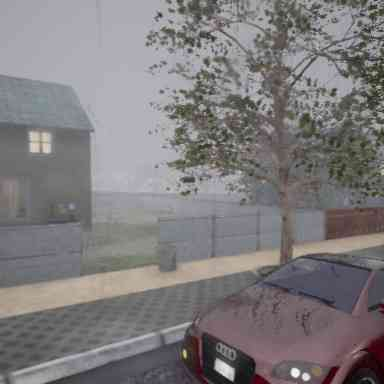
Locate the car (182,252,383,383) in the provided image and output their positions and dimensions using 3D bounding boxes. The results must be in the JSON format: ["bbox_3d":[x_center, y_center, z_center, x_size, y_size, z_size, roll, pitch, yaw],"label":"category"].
[{"bbox_3d":[1.935,1.580,4.469,4.181,1.385,1.994,0,0,-36],"label":"car"}]
